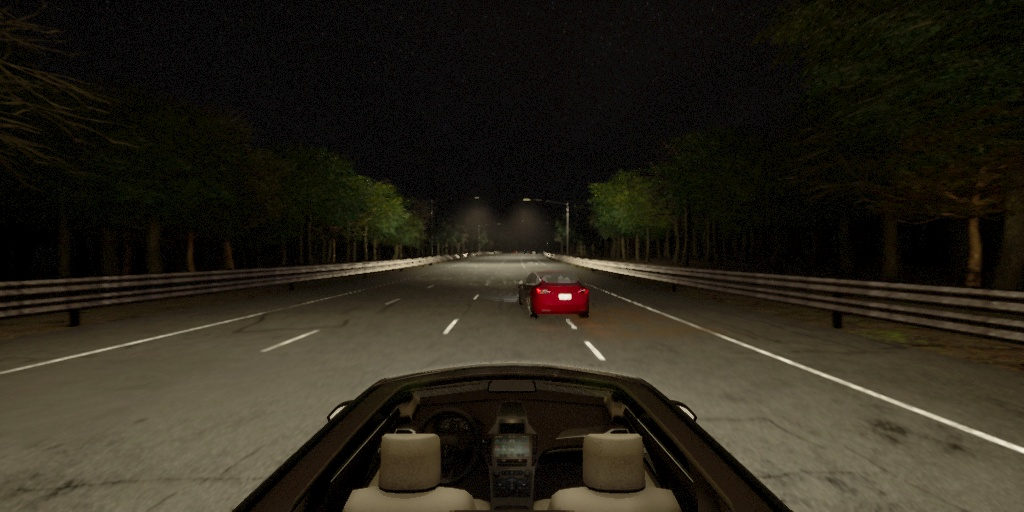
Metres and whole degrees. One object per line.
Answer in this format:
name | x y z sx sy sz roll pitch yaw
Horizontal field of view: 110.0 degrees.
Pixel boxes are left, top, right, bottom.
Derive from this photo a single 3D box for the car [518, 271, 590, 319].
car | 1.372 1.279 13.105 2.163 1.488 4.792 0 0 -6
